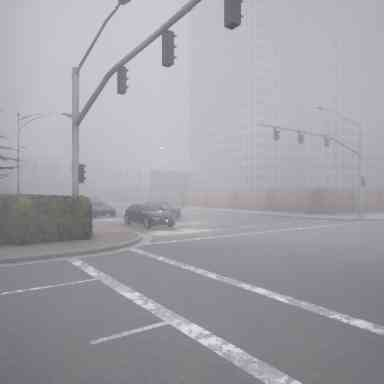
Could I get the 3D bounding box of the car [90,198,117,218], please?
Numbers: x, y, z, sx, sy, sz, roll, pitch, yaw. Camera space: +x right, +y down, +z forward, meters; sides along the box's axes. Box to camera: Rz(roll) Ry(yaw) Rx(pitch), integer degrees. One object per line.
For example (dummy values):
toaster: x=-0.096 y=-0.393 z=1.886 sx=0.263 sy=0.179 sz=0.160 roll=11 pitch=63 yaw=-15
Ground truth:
car: x=-8.629 y=1.547 z=30.230 sx=2.033 sy=1.411 sz=5.357 roll=0 pitch=0 yaw=-35

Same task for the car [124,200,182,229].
car: x=-2.903 y=1.505 z=22.098 sx=1.837 sy=1.490 sz=4.892 roll=0 pitch=0 yaw=-35

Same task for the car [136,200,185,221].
car: x=-2.762 y=1.478 z=27.978 sx=1.882 sy=1.535 sz=5.008 roll=0 pitch=0 yaw=-35

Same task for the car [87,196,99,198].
car: x=-12.376 y=1.351 z=41.684 sx=2.097 sy=1.767 sz=4.553 roll=0 pitch=0 yaw=-35
